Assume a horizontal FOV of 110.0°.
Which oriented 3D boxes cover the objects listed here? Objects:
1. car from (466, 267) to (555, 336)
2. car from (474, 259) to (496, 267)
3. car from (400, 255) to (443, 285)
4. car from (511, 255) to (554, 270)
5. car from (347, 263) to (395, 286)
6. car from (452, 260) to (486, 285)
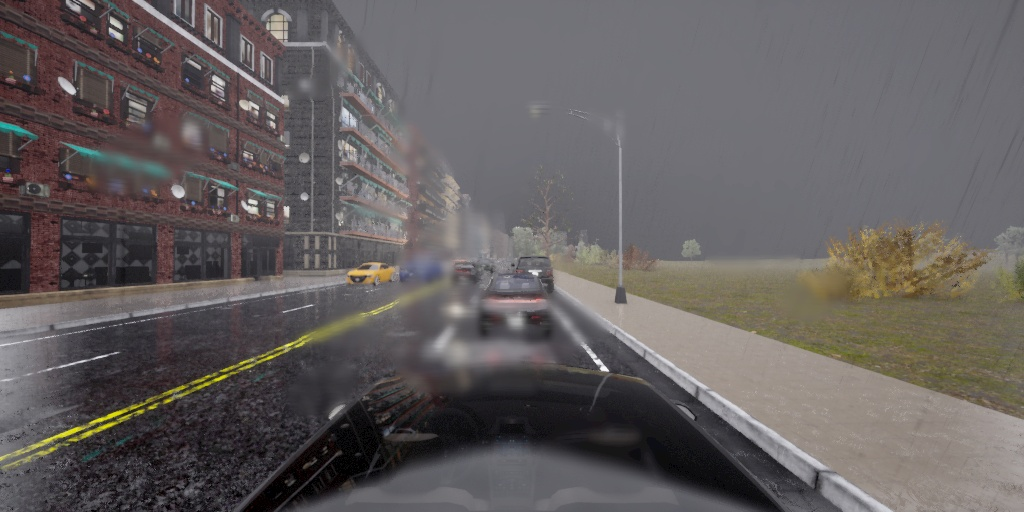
[{"bbox_3d":[0.098,1.243,10.366,2.128,1.511,4.902,0,0,0],"label":"car"},{"bbox_3d":[-3.195,1.106,43.968,2.097,1.767,4.553,0,0,3],"label":"car"},{"bbox_3d":[-6.608,0.974,26.827,2.150,2.045,5.566,0,0,0],"label":"car"},{"bbox_3d":[1.132,0.977,20.236,2.150,2.045,5.566,0,0,0],"label":"car"},{"bbox_3d":[-9.858,1.230,25.353,1.882,1.535,5.008,0,0,0],"label":"car"},{"bbox_3d":[-3.158,1.257,25.940,1.837,1.490,4.892,0,0,0],"label":"car"}]
